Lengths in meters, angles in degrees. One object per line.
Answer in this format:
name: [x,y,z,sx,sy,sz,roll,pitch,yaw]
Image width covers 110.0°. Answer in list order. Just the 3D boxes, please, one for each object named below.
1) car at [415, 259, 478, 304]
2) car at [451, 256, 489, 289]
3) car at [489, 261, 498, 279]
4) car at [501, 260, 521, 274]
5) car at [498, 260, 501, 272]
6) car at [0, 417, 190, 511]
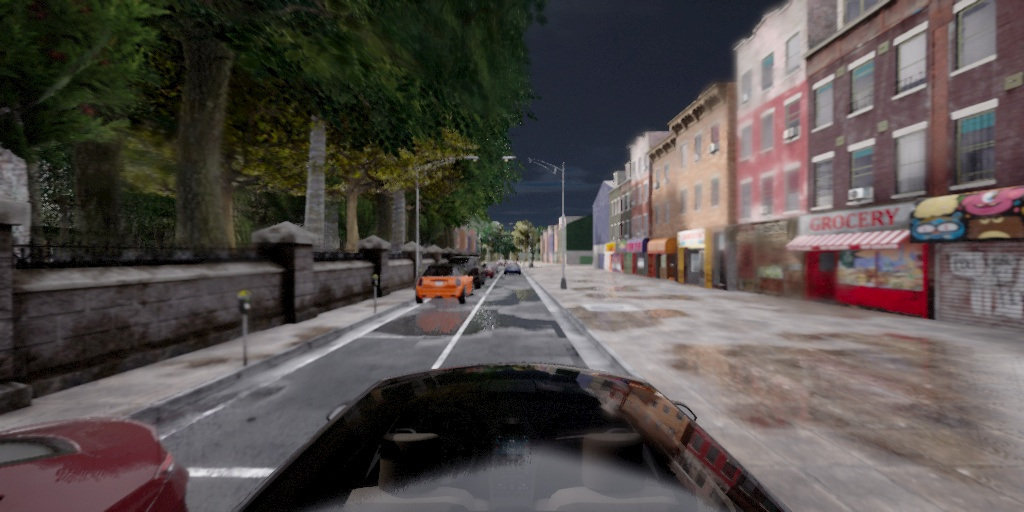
car: [-2.988,1.147,16.834,2.097,1.767,4.553,0,0,0]
car: [-2.981,1.049,23.895,2.150,2.045,5.566,0,0,0]
car: [-2.638,1.410,34.453,1.888,1.381,4.507,0,0,0]
car: [0.075,1.473,43.439,1.994,1.385,4.181,0,0,0]
car: [-2.638,1.443,40.142,2.007,1.370,4.403,0,0,0]
car: [-2.638,1.329,0.323,1.802,1.307,4.207,0,0,0]
